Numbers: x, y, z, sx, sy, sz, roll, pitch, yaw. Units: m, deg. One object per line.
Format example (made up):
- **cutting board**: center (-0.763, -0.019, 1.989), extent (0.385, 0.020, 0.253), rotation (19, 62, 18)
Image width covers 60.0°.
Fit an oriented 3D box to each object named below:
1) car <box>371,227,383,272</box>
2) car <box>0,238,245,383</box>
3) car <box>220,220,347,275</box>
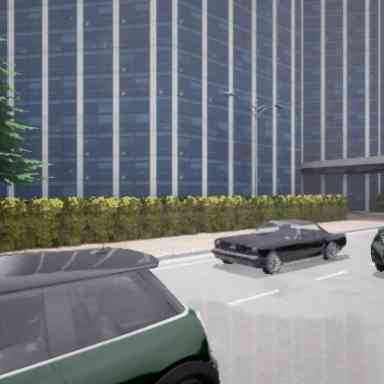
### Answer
- **car**: center (7.407, 1.219, 9.662), extent (5.566, 2.045, 2.150), rotation (0, 0, -37)
- **car**: center (-1.962, 1.352, 2.367), extent (4.553, 1.767, 2.097), rotation (0, 0, -40)
- **car**: center (2.900, 1.601, 10.624), extent (4.718, 1.301, 1.895), rotation (0, 0, -37)
